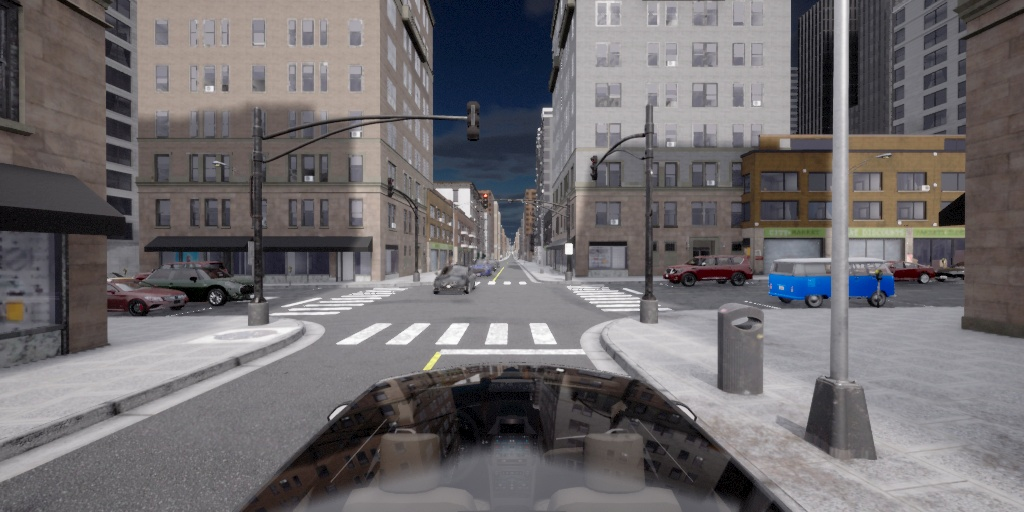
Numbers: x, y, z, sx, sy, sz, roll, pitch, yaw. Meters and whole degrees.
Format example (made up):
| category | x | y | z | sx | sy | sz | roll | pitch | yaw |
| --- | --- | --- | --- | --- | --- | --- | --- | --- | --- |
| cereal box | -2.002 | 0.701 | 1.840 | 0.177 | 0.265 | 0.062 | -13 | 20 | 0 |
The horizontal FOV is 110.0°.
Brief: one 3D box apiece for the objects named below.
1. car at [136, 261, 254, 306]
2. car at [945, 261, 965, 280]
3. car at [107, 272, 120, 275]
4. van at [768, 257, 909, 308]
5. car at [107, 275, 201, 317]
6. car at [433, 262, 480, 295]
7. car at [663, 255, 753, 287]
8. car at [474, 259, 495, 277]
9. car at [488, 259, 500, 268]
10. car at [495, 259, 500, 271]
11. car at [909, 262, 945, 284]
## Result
| category | x | y | z | sx | sy | sz | roll | pitch | yaw |
| --- | --- | --- | --- | --- | --- | --- | --- | --- | --- |
| car | -14.001 | 1.269 | 16.267 | 4.553 | 1.767 | 2.097 | -1 | 0 | 0 |
| car | 28.935 | 0.916 | 22.234 | 4.313 | 1.339 | 1.948 | 0 | 0 | 0 |
| car | -26.007 | 1.552 | 22.129 | 4.829 | 1.417 | 1.751 | 0 | 0 | 0 |
| van | 12.125 | 0.957 | 13.676 | 3.998 | 1.789 | 1.690 | 0 | 0 | 0 |
| car | -14.811 | 1.528 | 13.625 | 4.207 | 1.307 | 1.802 | 0 | 0 | 0 |
| car | -3.090 | 1.256 | 19.956 | 1.837 | 1.490 | 4.892 | 0 | 0 | 0 |
| car | 12.108 | 0.872 | 22.201 | 5.009 | 1.841 | 2.192 | 0 | 0 | 0 |
| car | -3.075 | 1.108 | 35.552 | 2.097 | 1.767 | 4.553 | 0 | 0 | 0 |
| car | -3.020 | 1.298 | 61.766 | 1.837 | 1.490 | 4.892 | 0 | 0 | 0 |
| car | -3.064 | 1.277 | 48.860 | 1.837 | 1.490 | 4.892 | 0 | 0 | 0 |
| car | 23.326 | 0.965 | 22.223 | 4.507 | 1.381 | 1.888 | 0 | 0 | 0 |
